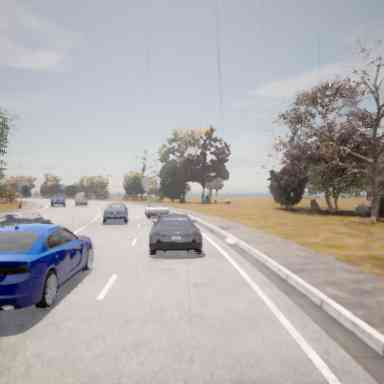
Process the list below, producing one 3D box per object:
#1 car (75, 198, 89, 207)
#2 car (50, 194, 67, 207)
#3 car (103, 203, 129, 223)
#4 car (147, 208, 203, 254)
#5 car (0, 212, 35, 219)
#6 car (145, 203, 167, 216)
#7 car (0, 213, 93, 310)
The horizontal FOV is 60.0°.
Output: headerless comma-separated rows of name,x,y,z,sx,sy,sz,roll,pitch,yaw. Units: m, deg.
car,-18.158,1.620,54.749,2.033,1.411,5.357,0,0,-21
car,-20.996,1.290,52.336,2.150,2.045,5.566,0,0,-21
car,-6.012,1.584,26.365,2.033,1.411,5.357,0,0,-11
car,-0.722,1.580,13.638,1.994,1.385,4.181,0,0,-5
car,-8.107,1.631,15.393,1.895,1.301,4.718,0,0,-7
car,-3.336,1.639,30.759,1.895,1.301,4.718,0,0,-12
car,-3.761,1.494,7.895,1.882,1.535,5.008,0,0,-3
